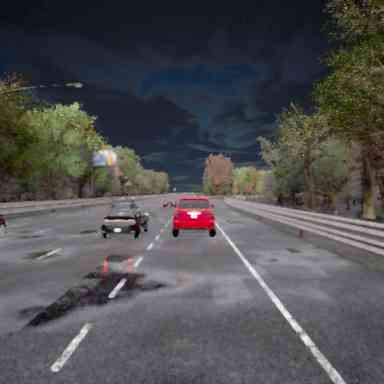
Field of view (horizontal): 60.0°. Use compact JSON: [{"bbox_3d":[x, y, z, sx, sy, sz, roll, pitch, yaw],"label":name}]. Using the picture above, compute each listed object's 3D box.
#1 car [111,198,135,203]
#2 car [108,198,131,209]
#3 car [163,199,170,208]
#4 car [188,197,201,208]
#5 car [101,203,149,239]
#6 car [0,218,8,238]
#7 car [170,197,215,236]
[{"bbox_3d":[-6.895,1.646,35.438,2.033,1.411,5.357,0,0,0],"label":"car"},{"bbox_3d":[-10.394,1.625,48.056,2.128,1.511,4.902,0,0,0],"label":"car"},{"bbox_3d":[-3.393,1.746,52.133,1.895,1.301,4.718,0,0,0],"label":"car"},{"bbox_3d":[0.493,1.623,52.755,1.882,1.535,5.008,0,0,3],"label":"car"},{"bbox_3d":[-3.398,1.541,17.599,2.128,1.511,4.902,0,0,0],"label":"car"},{"bbox_3d":[-10.396,1.519,15.081,1.882,1.535,5.008,0,0,0],"label":"car"},{"bbox_3d":[0.103,1.275,18.976,2.150,2.045,5.566,0,0,0],"label":"car"}]
